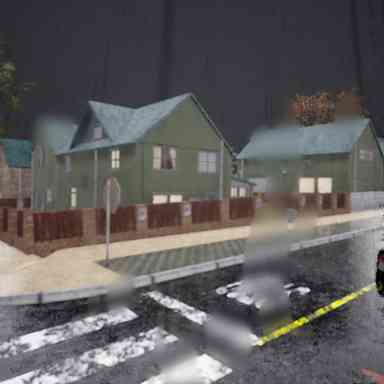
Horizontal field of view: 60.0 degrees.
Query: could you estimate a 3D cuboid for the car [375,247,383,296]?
[{"bbox_3d":[5.558,1.326,6.836,5.008,1.535,1.882,-1,2,-41],"label":"car"}]
